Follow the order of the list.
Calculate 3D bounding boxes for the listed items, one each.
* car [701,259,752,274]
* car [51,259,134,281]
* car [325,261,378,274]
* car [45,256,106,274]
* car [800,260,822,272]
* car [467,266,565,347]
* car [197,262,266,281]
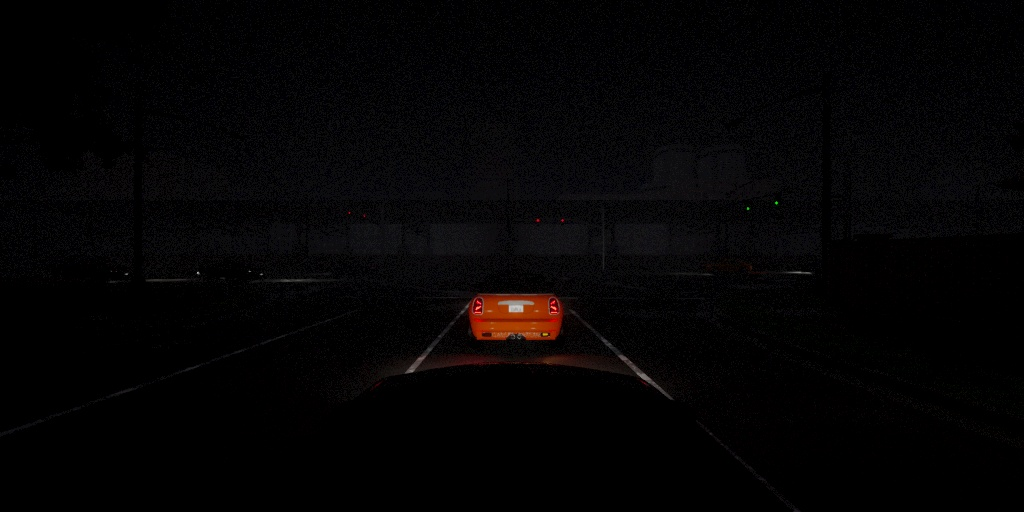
[{"bbox_3d":[23.224,1.098,39.022,5.008,1.535,1.882,-1,0,1],"label":"car"},{"bbox_3d":[-34.402,1.242,29.821,4.902,1.511,2.128,0,0,2],"label":"car"},{"bbox_3d":[-17.808,1.297,40.056,5.357,1.411,2.033,0,0,1],"label":"car"},{"bbox_3d":[-49.397,0.971,40.843,5.566,2.045,2.150,0,0,1],"label":"car"},{"bbox_3d":[33.723,1.057,38.761,4.181,1.385,1.994,-1,0,1],"label":"car"},{"bbox_3d":[0.083,1.103,9.490,2.097,1.767,4.553,0,0,0],"label":"car"},{"bbox_3d":[-23.019,1.243,29.491,4.902,1.511,2.128,0,0,1],"label":"car"}]
